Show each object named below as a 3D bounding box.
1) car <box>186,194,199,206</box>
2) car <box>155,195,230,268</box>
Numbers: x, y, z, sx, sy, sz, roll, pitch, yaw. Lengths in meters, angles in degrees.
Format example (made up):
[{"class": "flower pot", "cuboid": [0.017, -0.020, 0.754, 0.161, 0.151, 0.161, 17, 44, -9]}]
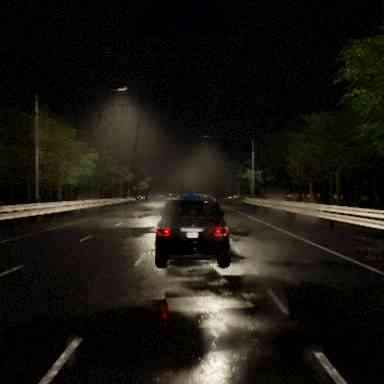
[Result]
[{"class": "car", "cuboid": [0.101, 1.302, 56.296, 2.150, 2.045, 5.566, 0, 0, 0]}, {"class": "car", "cuboid": [0.019, 1.238, 11.539, 2.150, 2.045, 5.566, 0, 0, 0]}]
